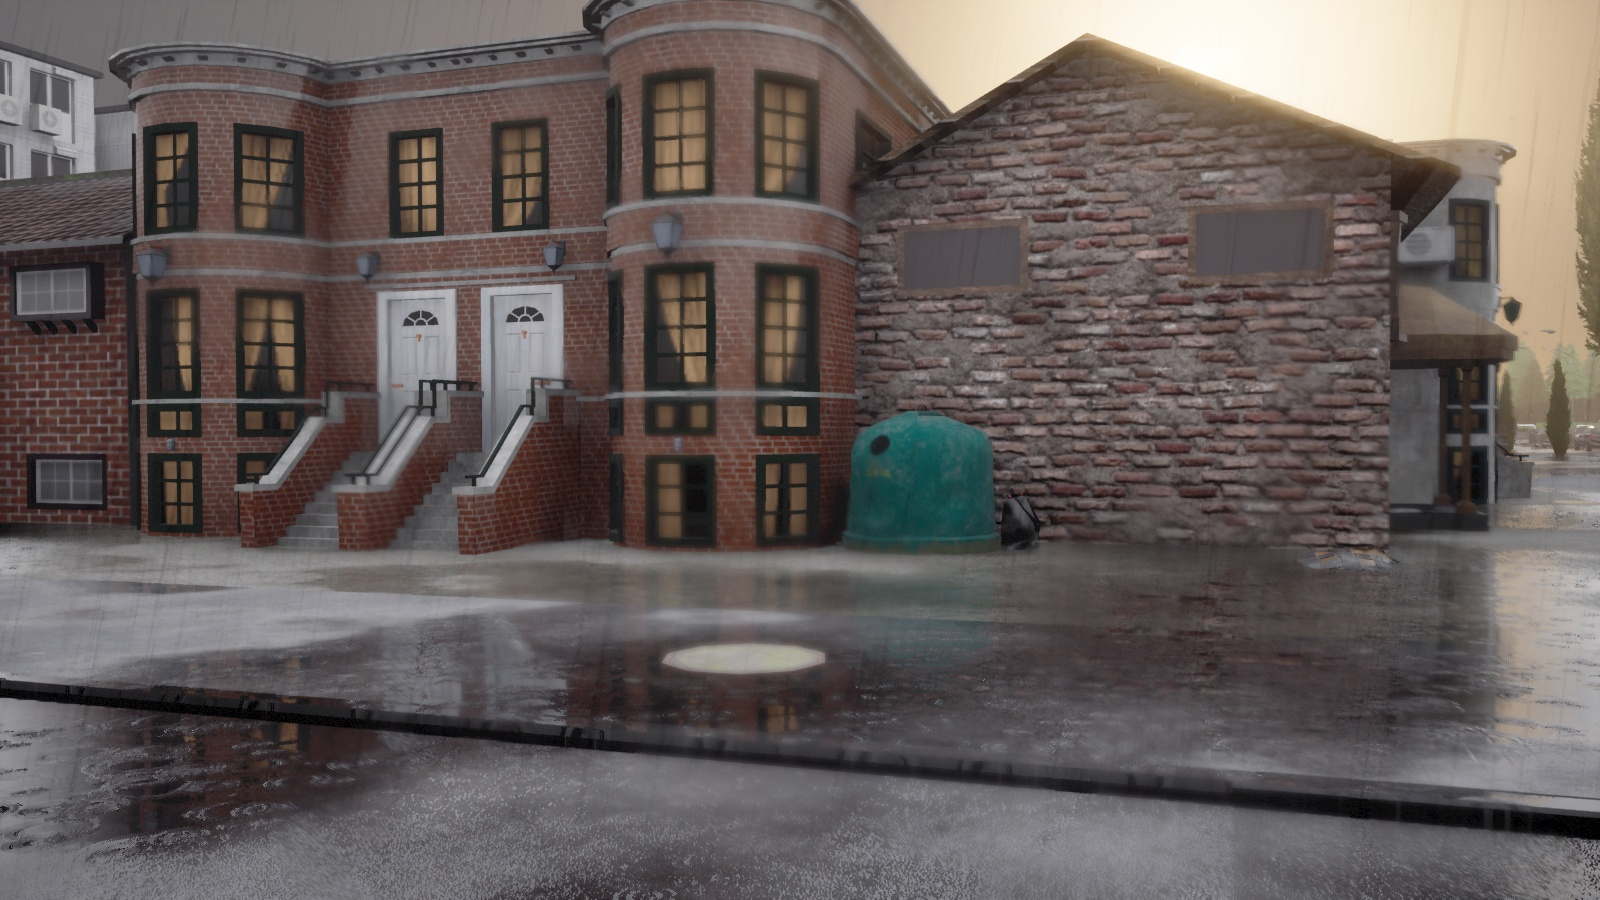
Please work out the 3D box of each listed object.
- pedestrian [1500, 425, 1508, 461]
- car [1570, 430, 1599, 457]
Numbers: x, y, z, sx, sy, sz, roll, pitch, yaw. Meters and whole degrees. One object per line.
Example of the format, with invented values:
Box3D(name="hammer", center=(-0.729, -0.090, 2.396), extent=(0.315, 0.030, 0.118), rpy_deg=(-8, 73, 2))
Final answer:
Box3D(name="pedestrian", center=(36.143, -0.360, 64.474), extent=(0.331, 1.846, 0.634), rpy_deg=(1, 1, 30))
Box3D(name="car", center=(51.927, -0.442, 81.654), extent=(2.242, 1.667, 4.611), rpy_deg=(1, 1, 19))
